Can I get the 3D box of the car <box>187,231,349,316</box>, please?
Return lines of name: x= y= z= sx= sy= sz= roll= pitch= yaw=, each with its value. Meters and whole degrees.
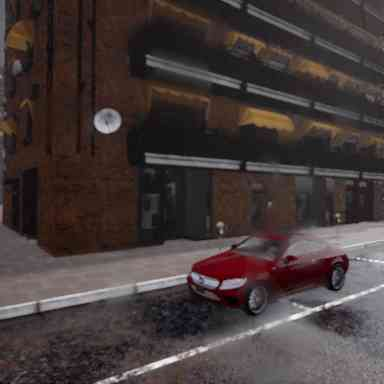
car: x=1.864 y=1.568 z=7.417 sx=4.206 sy=1.307 sz=1.802 roll=0 pitch=1 yaw=-35
